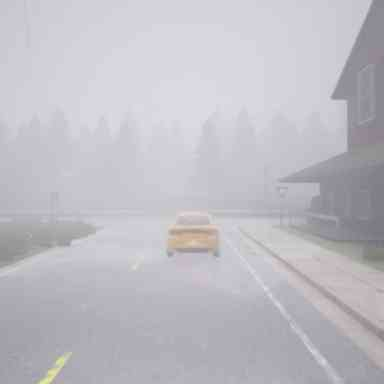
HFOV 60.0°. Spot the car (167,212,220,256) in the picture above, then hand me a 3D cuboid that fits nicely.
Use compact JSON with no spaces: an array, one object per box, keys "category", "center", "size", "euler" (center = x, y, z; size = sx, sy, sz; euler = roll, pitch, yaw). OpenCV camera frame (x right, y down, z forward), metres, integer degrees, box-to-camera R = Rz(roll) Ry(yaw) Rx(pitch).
[{"category":"car","center":[0.058,1.552,13.462],"size":[1.882,1.535,5.008],"euler":[0,0,0]}]
